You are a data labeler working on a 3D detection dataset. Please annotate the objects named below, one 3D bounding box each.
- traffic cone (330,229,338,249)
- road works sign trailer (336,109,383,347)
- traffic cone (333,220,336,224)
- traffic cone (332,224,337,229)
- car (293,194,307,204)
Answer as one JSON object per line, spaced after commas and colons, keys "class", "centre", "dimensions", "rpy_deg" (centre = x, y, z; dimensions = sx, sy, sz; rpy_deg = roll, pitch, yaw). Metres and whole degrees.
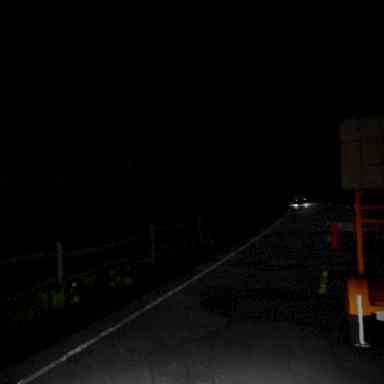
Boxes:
{"class": "traffic cone", "centre": [5.398, 1.825, 12.593], "dimensions": [0.340, 0.580, 0.340], "rpy_deg": [-3, 0, 23]}
{"class": "road works sign trailer", "centre": [3.817, 0.345, 5.637], "dimensions": [2.380, 3.560, 2.880], "rpy_deg": [-3, 0, 23]}
{"class": "traffic cone", "centre": [6.978, 1.786, 16.268], "dimensions": [0.340, 0.580, 0.340], "rpy_deg": [-3, 0, 23]}
{"class": "traffic cone", "centre": [6.188, 1.805, 14.431], "dimensions": [0.340, 0.580, 0.340], "rpy_deg": [-3, 0, 23]}
{"class": "car", "centre": [17.818, 1.148, 54.877], "dimensions": [1.882, 1.535, 5.008], "rpy_deg": [-3, 0, 15]}
